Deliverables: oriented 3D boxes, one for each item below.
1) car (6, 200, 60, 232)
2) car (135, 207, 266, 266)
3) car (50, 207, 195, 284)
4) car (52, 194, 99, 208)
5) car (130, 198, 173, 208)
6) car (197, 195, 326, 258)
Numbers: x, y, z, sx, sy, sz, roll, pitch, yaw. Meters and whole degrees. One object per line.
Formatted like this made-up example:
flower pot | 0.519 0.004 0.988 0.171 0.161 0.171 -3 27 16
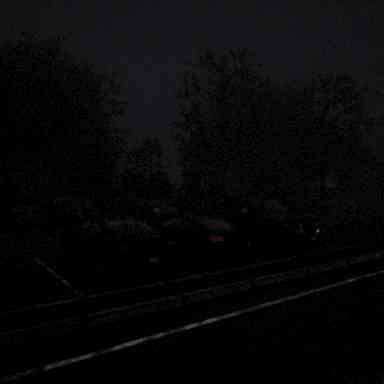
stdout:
car | -9.772 1.407 19.749 2.231 1.521 4.892 0 0 -36
car | -0.025 1.443 11.277 2.002 1.452 4.674 0 0 -36
car | -2.312 1.411 9.613 2.097 1.535 5.008 0 0 -36
car | -7.567 1.148 21.307 2.435 2.045 5.566 0 0 -36
car | -2.869 1.249 24.674 2.185 1.767 4.553 1 0 -36
car | 2.276 1.144 12.915 2.435 2.045 5.566 0 0 -36
